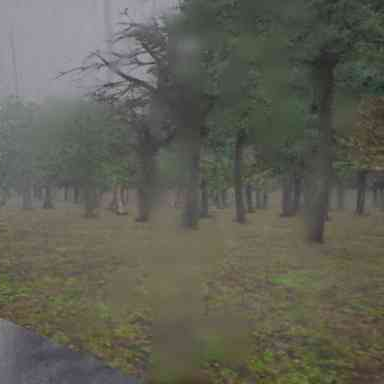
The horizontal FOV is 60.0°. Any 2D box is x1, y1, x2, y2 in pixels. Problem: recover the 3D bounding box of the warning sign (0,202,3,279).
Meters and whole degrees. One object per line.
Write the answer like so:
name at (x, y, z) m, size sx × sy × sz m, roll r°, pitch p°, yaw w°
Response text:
warning sign at (-5.411, 1.154, 7.816) m, size 1.060 × 1.860 × 1.300 m, roll 2°, pitch -1°, yaw 35°
